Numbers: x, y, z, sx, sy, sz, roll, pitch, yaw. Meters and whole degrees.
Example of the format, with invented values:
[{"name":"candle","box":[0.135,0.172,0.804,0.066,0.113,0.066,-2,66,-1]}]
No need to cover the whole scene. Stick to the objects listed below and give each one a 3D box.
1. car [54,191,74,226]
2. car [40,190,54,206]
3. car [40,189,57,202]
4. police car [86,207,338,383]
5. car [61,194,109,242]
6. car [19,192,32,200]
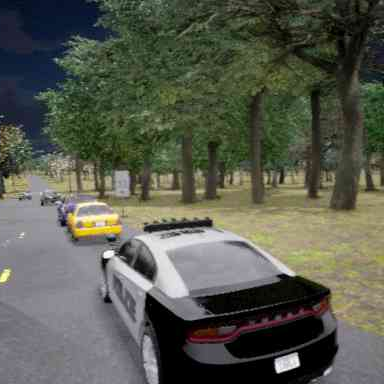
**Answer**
[{"name":"car","box":[-6.786,0.898,19.693,2.097,1.767,4.553,-3,2,-24]},{"name":"car","box":[-16.793,0.627,39.389,2.097,1.767,4.553,-3,2,-24]},{"name":"car","box":[-21.550,0.492,49.828,2.097,1.767,4.553,-3,2,-24]},{"name":"police car","box":[-0.247,1.233,5.238,1.930,1.638,5.238,-3,2,-24]},{"name":"car","box":[-4.398,1.096,14.426,1.801,1.575,5.366,-3,2,-24]},{"name":"car","box":[-29.863,0.733,59.761,1.994,1.385,4.181,-3,2,-24]}]
